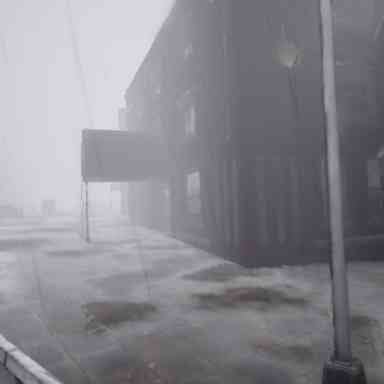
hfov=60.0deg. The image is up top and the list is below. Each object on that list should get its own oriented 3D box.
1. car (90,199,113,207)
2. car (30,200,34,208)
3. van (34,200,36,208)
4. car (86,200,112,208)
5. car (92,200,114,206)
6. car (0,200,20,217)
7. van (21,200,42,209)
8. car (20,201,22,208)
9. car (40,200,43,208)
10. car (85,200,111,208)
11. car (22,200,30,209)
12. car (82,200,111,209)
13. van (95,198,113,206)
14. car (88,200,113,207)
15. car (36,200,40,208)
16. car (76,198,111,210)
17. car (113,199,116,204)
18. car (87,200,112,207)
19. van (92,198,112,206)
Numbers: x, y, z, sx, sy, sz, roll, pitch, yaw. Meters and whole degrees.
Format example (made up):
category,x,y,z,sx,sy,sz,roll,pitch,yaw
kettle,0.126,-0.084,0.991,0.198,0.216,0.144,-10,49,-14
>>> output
category,x,y,z,sx,sy,sz,roll,pitch,yaw
car,-21.161,2.477,77.772,4.553,1.767,2.185,0,-1,-32
car,-38.612,3.133,73.962,4.792,1.488,2.163,-2,-1,-32
van,-39.317,2.945,76.791,4.442,1.987,1.878,-2,-1,-32
car,-19.308,2.415,69.156,4.892,1.521,2.231,0,-1,-32
car,-23.061,2.798,86.354,5.008,1.535,2.097,0,-2,-32
car,-20.270,1.924,36.491,1.837,1.490,4.892,-1,-1,-25
van,-41.195,3.145,85.423,4.442,1.987,1.878,-2,-1,-32
car,-36.735,2.944,65.330,4.792,1.488,2.163,-2,-1,-32
car,-40.307,3.290,82.709,5.366,1.575,1.946,-2,-1,-32
car,-18.693,2.392,66.291,4.674,1.452,2.002,0,-1,-32
car,-37.944,2.912,71.120,4.553,1.767,2.185,-2,-1,-32
car,-17.447,2.268,60.557,4.674,1.452,2.002,0,-1,-32
van,-23.586,2.640,89.291,4.442,1.987,1.878,0,-2,-32
car,-20.558,2.540,74.893,4.892,1.521,2.231,0,-1,-32
car,-39.830,3.232,79.733,4.892,1.521,2.231,-2,-1,-32
car,-15.586,2.042,51.963,4.892,1.521,2.231,0,-1,-32
car,-17.920,2.286,63.528,5.366,1.575,1.946,0,-1,-32
car,-19.965,2.507,72.006,4.792,1.488,2.163,0,-1,-32
van,-22.532,2.506,83.427,4.442,1.987,1.878,0,-1,-32
